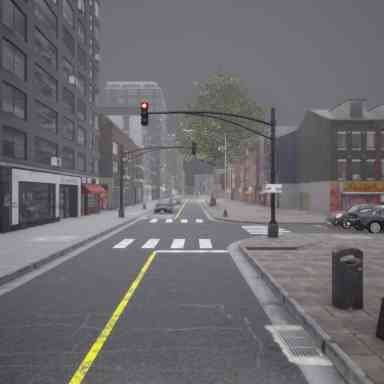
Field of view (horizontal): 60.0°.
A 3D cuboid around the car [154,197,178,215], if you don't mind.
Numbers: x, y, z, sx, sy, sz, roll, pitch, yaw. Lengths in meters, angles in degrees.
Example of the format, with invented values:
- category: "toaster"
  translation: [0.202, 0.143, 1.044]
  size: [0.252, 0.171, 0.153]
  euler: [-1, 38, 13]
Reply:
- category: "car"
  translation: [-2.878, 1.555, 34.966]
  size: [2.033, 1.411, 5.357]
  euler: [0, 0, 0]

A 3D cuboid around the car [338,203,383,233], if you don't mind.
- category: "car"
  translation: [11.387, 1.574, 19.034]
  size: [4.892, 1.490, 1.837]
  euler: [0, 0, 0]

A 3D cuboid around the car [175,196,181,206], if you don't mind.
- category: "car"
  translation: [-2.875, 1.513, 56.164]
  size: [2.128, 1.511, 4.902]
  euler: [0, 0, 0]

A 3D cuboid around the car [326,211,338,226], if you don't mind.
- category: "car"
  translation: [10.910, 1.515, 21.675]
  size: [4.097, 1.590, 1.967]
  euler: [0, 0, 0]
